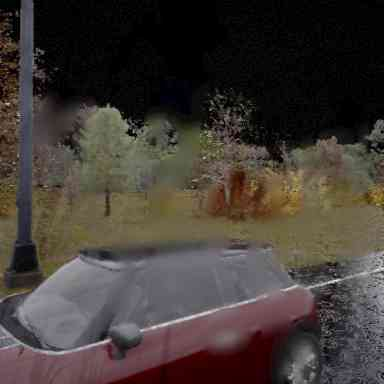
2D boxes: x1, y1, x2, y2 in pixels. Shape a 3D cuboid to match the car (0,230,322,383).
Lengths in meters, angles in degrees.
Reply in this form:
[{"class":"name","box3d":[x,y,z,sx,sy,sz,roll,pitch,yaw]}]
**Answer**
[{"class":"car","box3d":[-0.701,1.365,3.491,4.553,1.767,2.097,1,0,-35]}]
